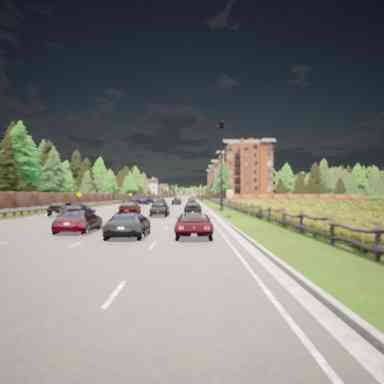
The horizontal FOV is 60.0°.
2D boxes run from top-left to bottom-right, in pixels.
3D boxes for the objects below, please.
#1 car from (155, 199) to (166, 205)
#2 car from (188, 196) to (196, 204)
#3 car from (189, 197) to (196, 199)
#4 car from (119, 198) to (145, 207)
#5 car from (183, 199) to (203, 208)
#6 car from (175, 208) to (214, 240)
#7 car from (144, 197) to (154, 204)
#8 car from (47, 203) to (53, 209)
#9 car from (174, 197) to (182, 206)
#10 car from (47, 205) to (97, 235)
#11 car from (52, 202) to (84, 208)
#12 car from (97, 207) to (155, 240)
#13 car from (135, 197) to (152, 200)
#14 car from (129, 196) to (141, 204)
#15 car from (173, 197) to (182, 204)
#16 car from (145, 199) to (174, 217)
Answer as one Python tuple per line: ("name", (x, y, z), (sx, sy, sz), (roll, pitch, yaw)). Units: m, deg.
("car", (-7.010, 2.192, 73.948), (2.033, 1.411, 5.357), (0, -1, 0))
("car", (-0.019, 1.938, 81.911), (2.097, 1.767, 4.553), (0, -1, 0))
("car", (-0.010, 2.230, 71.895), (1.895, 1.301, 4.718), (0, -1, 0))
("car", (-6.905, 1.812, 37.327), (1.882, 1.535, 5.008), (0, -1, 0))
("car", (0.095, 1.826, 35.814), (1.837, 1.490, 4.892), (0, -1, 0))
("car", (0.098, 1.762, 17.960), (1.895, 1.301, 4.718), (0, -1, 0))
("car", (-10.520, 2.082, 81.907), (1.837, 1.490, 4.892), (0, -1, 0))
("car", (-13.904, 1.825, 35.842), (1.837, 1.490, 4.892), (0, -1, 0))
("car", (-3.510, 2.159, 71.865), (2.128, 1.511, 4.902), (0, -1, 0))
("car", (-6.901, 1.746, 20.314), (1.994, 1.385, 4.181), (0, -1, 0))
("car", (-10.403, 1.818, 30.324), (2.033, 1.411, 5.357), (0, -1, 0))
("car", (-3.402, 1.725, 17.942), (1.994, 1.385, 4.181), (0, -1, 0))
("car", (-10.510, 2.111, 71.865), (1.882, 1.535, 5.008), (0, -1, 0))
("car", (-14.019, 1.936, 81.867), (2.097, 1.767, 4.553), (0, -1, 0))
("car", (-3.520, 2.060, 81.929), (1.882, 1.535, 5.008), (0, -1, 0))
("car", (-3.405, 1.812, 35.741), (2.128, 1.511, 4.902), (0, -1, 0))
